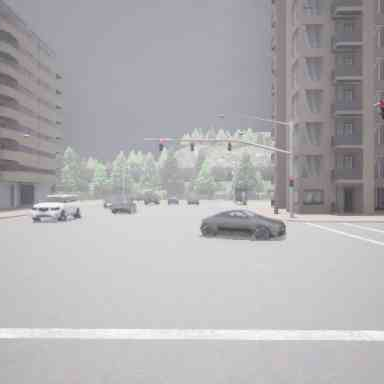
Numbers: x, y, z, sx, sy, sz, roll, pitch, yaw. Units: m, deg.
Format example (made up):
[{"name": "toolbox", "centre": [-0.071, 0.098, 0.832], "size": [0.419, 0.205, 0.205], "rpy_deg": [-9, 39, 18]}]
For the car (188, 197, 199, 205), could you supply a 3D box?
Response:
[{"name": "car", "centre": [0.223, 1.564, 58.373], "size": [1.994, 1.385, 4.181], "rpy_deg": [0, 0, 0]}]

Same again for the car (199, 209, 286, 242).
[{"name": "car", "centre": [2.480, 1.564, 16.505], "size": [4.181, 1.385, 1.994], "rpy_deg": [0, 0, 26]}]

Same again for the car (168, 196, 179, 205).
[{"name": "car", "centre": [-3.374, 1.526, 60.030], "size": [1.812, 1.442, 4.674], "rpy_deg": [0, 0, 0]}]

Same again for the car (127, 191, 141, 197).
[{"name": "car", "centre": [-10.374, 0.879, 60.245], "size": [2.150, 2.045, 5.566], "rpy_deg": [0, 0, 0]}]

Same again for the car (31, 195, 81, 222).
[{"name": "car", "centre": [-10.545, 1.224, 26.305], "size": [2.150, 2.045, 5.566], "rpy_deg": [0, 0, 0]}]

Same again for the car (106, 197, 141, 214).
[{"name": "car", "centre": [-7.027, 1.547, 34.912], "size": [2.033, 1.411, 5.357], "rpy_deg": [0, 0, 0]}]

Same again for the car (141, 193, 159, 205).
[{"name": "car", "centre": [-6.911, 1.224, 57.459], "size": [2.150, 2.045, 5.566], "rpy_deg": [0, 0, 1]}]

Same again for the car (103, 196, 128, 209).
[{"name": "car", "centre": [-10.500, 1.491, 44.540], "size": [2.128, 1.511, 4.902], "rpy_deg": [0, 0, 0]}]
